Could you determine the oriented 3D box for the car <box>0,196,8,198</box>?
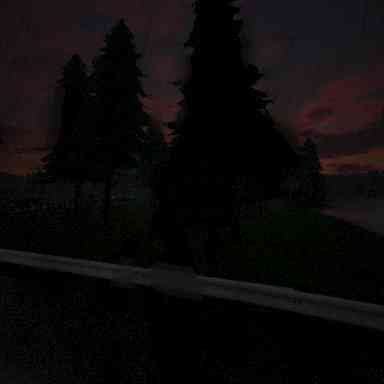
[{"bbox_3d":[-39.964,1.540,69.270,2.033,1.411,5.357,0,0,5],"label":"car"}]

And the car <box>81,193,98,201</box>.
[{"bbox_3d":[-22.235,1.540,72.826,2.033,1.411,5.357,0,0,1],"label":"car"}]

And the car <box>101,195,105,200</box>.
[{"bbox_3d":[-23.155,1.553,88.302,1.994,1.385,4.181,0,0,-10],"label":"car"}]

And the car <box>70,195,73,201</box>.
[{"bbox_3d":[-29.775,1.525,85.286,2.128,1.511,4.902,0,0,-7],"label":"car"}]

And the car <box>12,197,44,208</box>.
[{"bbox_3d":[-23.082,1.506,47.008,1.837,1.490,4.892,0,0,15],"label":"car"}]

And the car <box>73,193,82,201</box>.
[{"bbox_3d":[-25.753,1.225,78.715,2.150,2.045,5.566,0,0,-3],"label":"car"}]

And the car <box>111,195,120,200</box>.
[{"bbox_3d":[-18.820,1.525,80.764,2.128,1.511,4.902,0,0,-3],"label":"car"}]

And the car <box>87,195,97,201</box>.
[{"bbox_3d":[-26.827,1.553,89.233,1.994,1.385,4.181,0,0,-10],"label":"car"}]
